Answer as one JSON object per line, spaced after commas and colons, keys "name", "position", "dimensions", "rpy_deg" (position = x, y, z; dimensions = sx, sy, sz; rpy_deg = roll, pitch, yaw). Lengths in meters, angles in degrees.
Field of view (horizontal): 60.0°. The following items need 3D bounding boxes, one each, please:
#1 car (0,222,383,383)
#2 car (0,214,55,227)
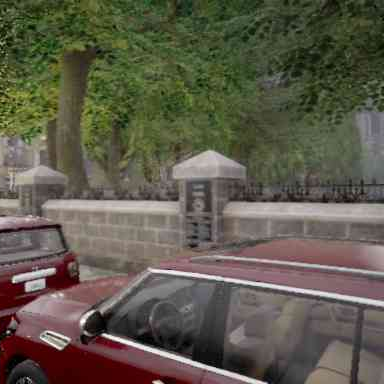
{"name": "car", "position": [0.513, 1.301, 2.604], "dimensions": [5.009, 1.841, 2.192], "rpy_deg": [0, 0, 35]}
{"name": "car", "position": [-4.024, 1.317, 5.756], "dimensions": [5.009, 1.841, 2.192], "rpy_deg": [0, 0, 35]}
